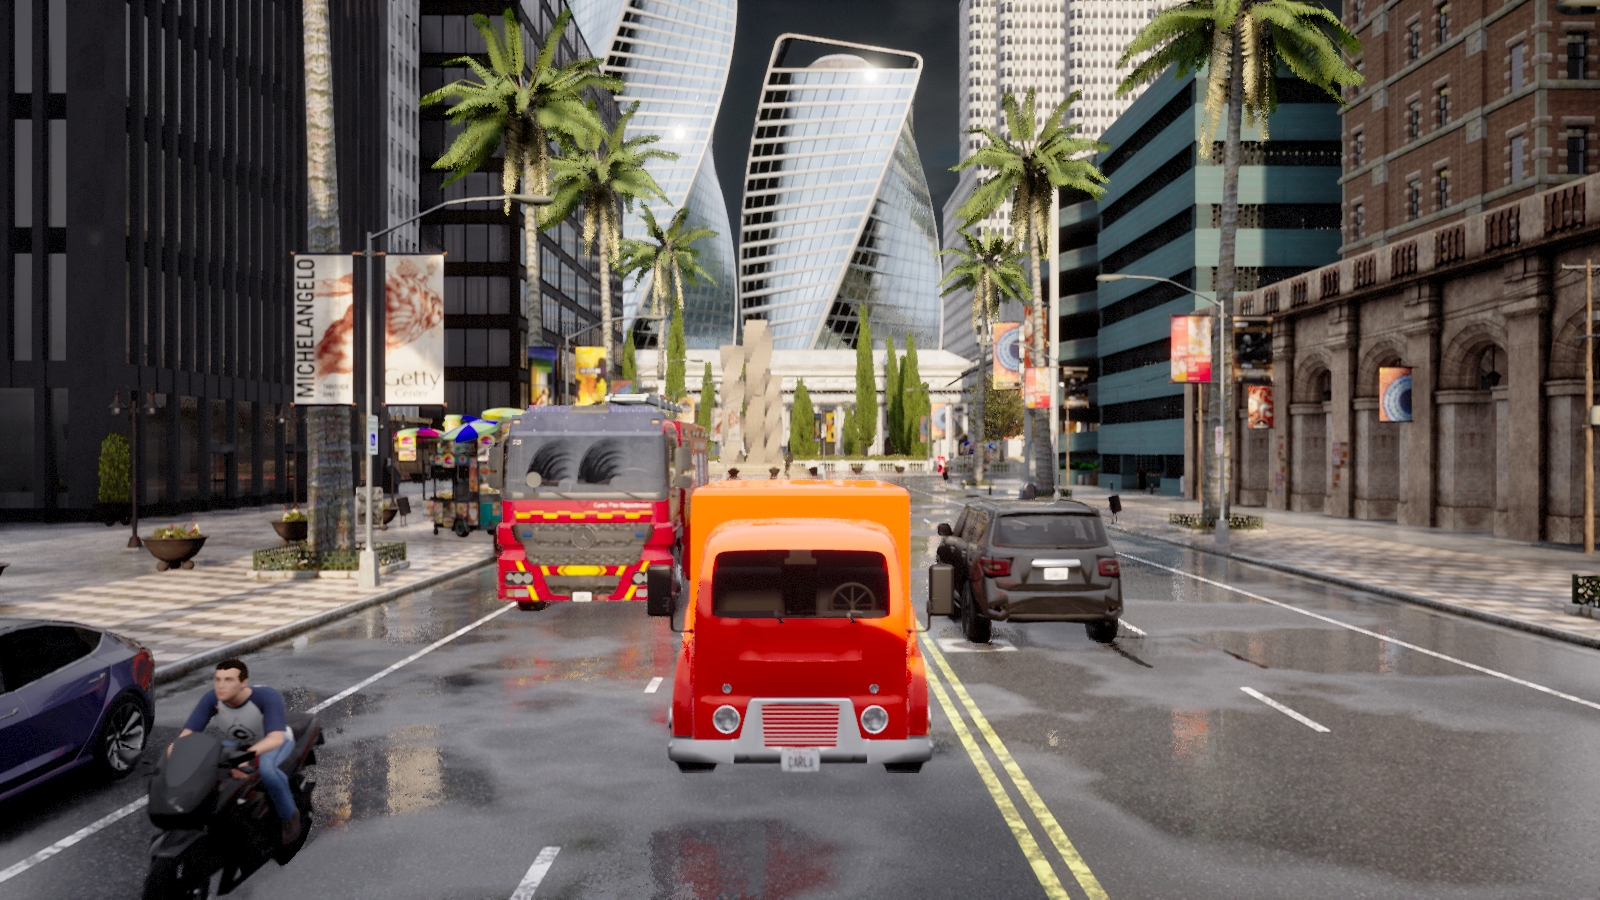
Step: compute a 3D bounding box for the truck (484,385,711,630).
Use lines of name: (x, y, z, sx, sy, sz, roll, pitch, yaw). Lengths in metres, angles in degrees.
truck: (-3.491, 0.906, 22.051, 2.891, 3.827, 8.468, 0, 0, 0)

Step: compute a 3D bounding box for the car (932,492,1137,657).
car: (3.514, 1.793, 18.346, 2.150, 2.045, 5.566, 0, 0, 0)

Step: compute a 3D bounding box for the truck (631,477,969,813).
truck: (-0.001, 1.573, 11.473, 2.627, 2.467, 5.204, 0, 0, 0)
